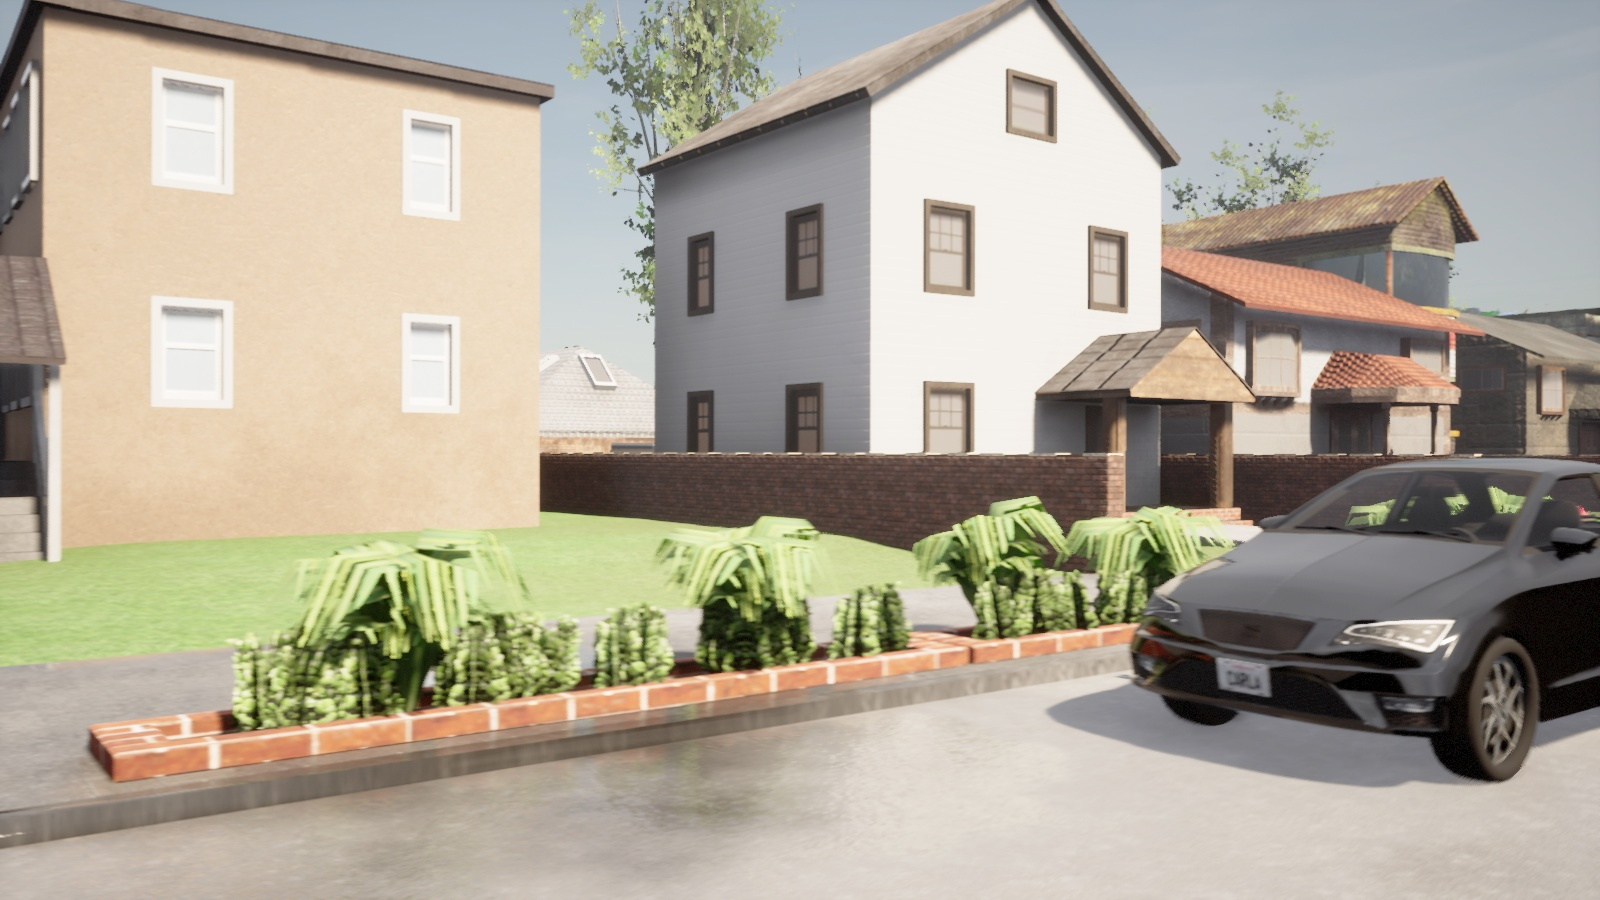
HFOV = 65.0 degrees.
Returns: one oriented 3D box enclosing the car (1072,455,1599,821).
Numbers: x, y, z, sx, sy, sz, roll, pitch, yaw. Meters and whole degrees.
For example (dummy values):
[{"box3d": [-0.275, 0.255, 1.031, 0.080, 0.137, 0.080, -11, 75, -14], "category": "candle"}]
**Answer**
[{"box3d": [3.642, 0.769, 7.075, 4.193, 1.474, 1.816, 0, 0, -37], "category": "car"}]
